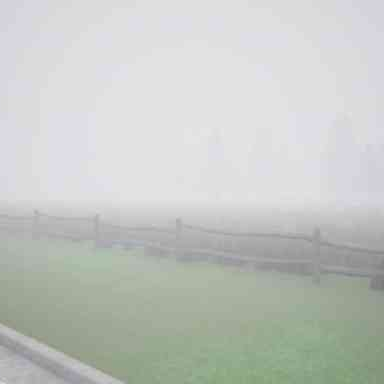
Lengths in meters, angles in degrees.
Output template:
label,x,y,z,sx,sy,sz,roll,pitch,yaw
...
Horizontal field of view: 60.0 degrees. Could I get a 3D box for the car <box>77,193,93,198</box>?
label,x,y,z,sx,sy,sz,roll,pitch,yaw
car,-27.585,1.057,85.737,4.605,1.855,1.932,0,0,35
